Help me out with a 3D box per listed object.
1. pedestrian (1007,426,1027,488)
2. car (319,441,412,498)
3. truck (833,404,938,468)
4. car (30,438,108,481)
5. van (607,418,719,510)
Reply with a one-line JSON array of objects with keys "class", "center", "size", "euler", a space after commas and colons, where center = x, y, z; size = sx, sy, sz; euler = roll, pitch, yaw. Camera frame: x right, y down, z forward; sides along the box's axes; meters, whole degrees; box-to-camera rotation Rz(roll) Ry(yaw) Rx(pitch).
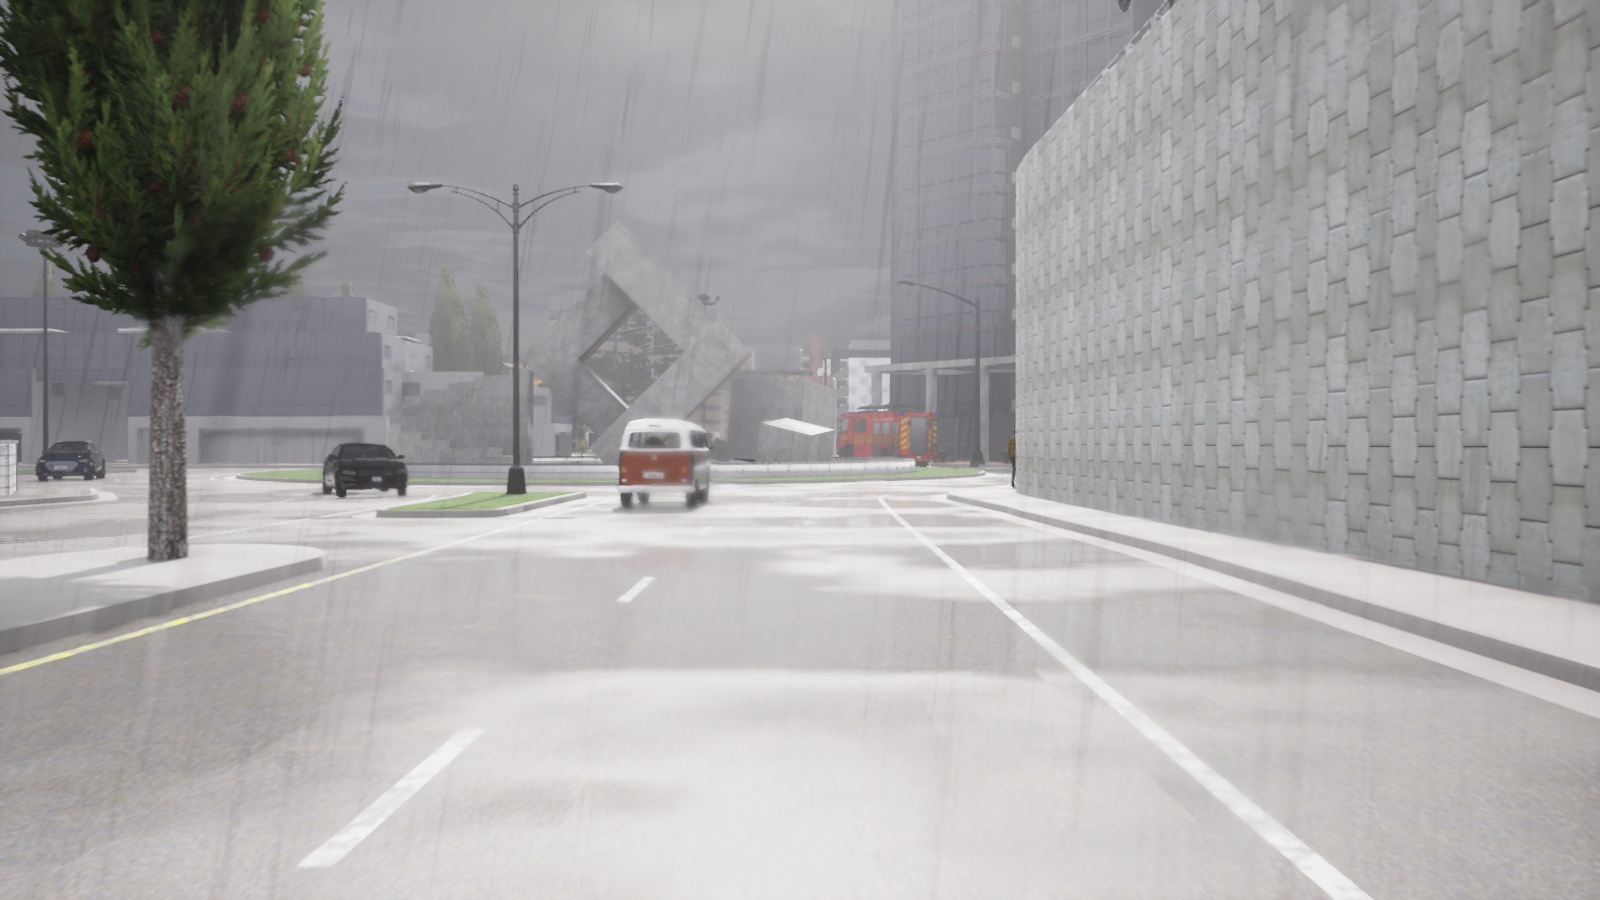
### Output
[{"class": "pedestrian", "center": [6.481, 0.195, 37.502], "size": [0.370, 1.835, 0.726], "euler": [0, 0, 29]}, {"class": "car", "center": [-12.596, 0.510, 36.205], "size": [1.882, 1.535, 5.008], "euler": [0, 0, -27]}, {"class": "truck", "center": [5.276, -0.862, 79.364], "size": [2.891, 3.827, 8.468], "euler": [0, 0, -25]}, {"class": "car", "center": [-29.807, 0.363, 51.349], "size": [2.033, 1.649, 4.856], "euler": [0, 0, -21]}, {"class": "van", "center": [-3.192, 0.297, 30.098], "size": [2.069, 2.038, 4.480], "euler": [0, 0, 2]}]
